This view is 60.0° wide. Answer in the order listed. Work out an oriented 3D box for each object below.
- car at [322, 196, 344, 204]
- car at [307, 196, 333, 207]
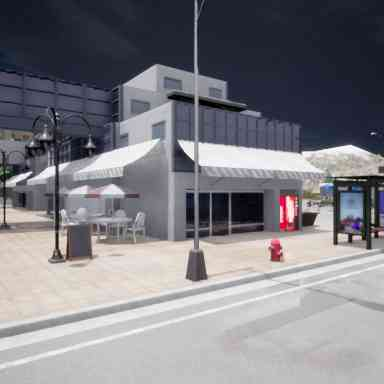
[{"bbox_3d":[28.397,1.490,66.892,4.514,1.523,2.007,0,0,-36],"label":"car"},{"bbox_3d":[19.116,1.345,48.778,5.027,1.636,2.152,0,0,-36],"label":"car"}]
